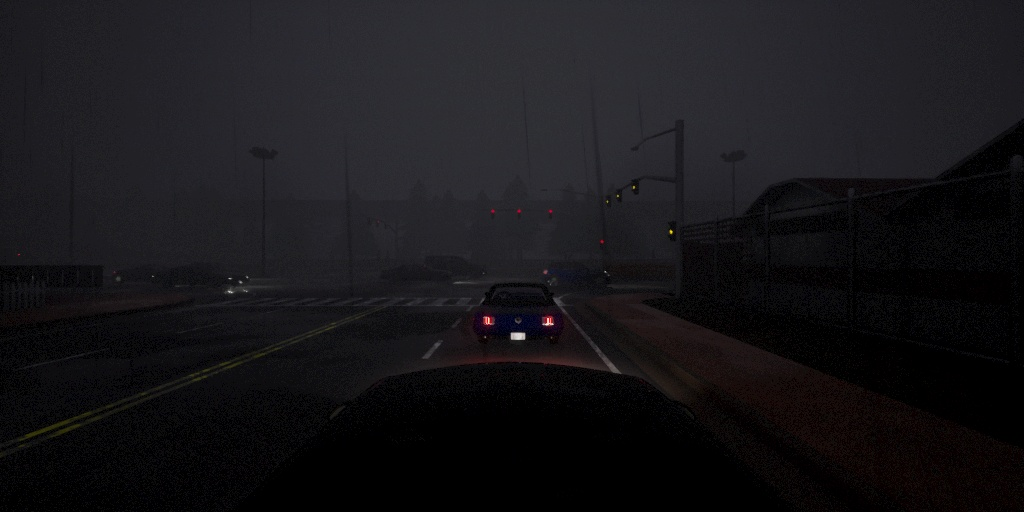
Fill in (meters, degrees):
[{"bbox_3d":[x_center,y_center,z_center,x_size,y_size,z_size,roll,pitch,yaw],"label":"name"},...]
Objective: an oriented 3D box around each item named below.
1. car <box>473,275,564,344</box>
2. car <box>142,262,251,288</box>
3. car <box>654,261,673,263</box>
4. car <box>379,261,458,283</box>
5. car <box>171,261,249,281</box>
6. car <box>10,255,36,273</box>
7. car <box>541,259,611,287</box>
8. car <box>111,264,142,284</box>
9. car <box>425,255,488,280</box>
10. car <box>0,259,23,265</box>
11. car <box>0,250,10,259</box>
[{"bbox_3d":[0.193,1.351,9.541,1.895,1.301,4.718,0,0,2],"label":"car"},{"bbox_3d":[-19.960,1.297,23.015,5.357,1.411,2.033,0,0,3],"label":"car"},{"bbox_3d":[17.205,1.276,41.554,4.674,1.442,1.812,0,0,-1],"label":"car"},{"bbox_3d":[-7.109,1.297,26.969,5.357,1.411,2.033,0,0,-1],"label":"car"},{"bbox_3d":[-25.307,1.245,30.167,4.892,1.490,1.837,1,0,-1],"label":"car"},{"bbox_3d":[-43.201,0.862,29.896,5.357,1.411,2.033,3,0,-1],"label":"car"},{"bbox_3d":[4.160,1.101,23.656,4.553,1.767,2.097,0,0,-1],"label":"car"},{"bbox_3d":[-26.861,1.305,26.643,4.181,1.385,1.994,0,0,-1],"label":"car"},{"bbox_3d":[-4.866,0.972,30.506,5.566,2.045,2.150,0,0,-1],"label":"car"},{"bbox_3d":[-35.366,1.130,23.006,5.008,1.535,1.882,2,0,-1],"label":"car"},{"bbox_3d":[-41.518,0.632,26.416,5.566,2.045,2.150,3,0,-1],"label":"car"}]
